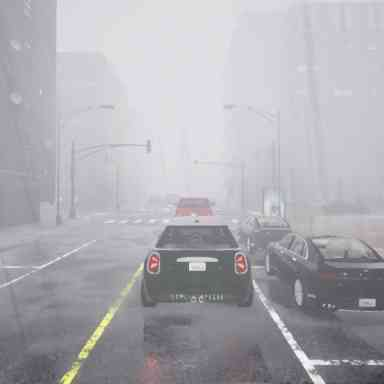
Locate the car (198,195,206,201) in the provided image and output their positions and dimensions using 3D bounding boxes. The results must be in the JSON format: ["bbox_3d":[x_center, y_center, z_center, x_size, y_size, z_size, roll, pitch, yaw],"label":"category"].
[{"bbox_3d":[2.734,1.582,90.304,1.887,1.381,4.507,1,0,0],"label":"car"}]

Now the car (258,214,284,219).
[{"bbox_3d":[2.835,1.555,13.114,2.008,1.369,4.403,1,0,0],"label":"car"}]

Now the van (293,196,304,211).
[{"bbox_3d":[13.778,1.296,38.123,3.998,1.788,1.690,0,0,0],"label":"van"}]

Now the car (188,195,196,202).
[{"bbox_3d":[0.029,1.510,80.413,1.882,1.535,5.008,0,0,0],"label":"car"}]

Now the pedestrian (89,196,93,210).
[{"bbox_3d":[-12.513,1.347,41.277,0.375,1.860,0.375,0,0,0],"label":"pedestrian"}]

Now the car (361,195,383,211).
[{"bbox_3d":[19.305,1.228,38.081,5.009,1.841,2.192,0,0,0],"label":"car"}]

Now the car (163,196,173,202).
[{"bbox_3d":[-5.650,1.597,79.205,1.947,1.339,4.313,1,0,0],"label":"car"}]

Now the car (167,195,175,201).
[{"bbox_3d":[-5.646,1.603,90.347,1.947,1.339,4.313,1,0,0],"label":"car"}]

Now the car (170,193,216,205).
[{"bbox_3d":[0.166,1.231,19.567,2.150,2.045,5.566,0,0,2],"label":"car"}]

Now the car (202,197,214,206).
[{"bbox_3d":[2.722,1.603,56.878,1.802,1.307,4.206,1,0,0],"label":"car"}]

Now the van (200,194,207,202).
[{"bbox_3d":[2.733,1.373,79.163,1.690,1.788,3.998,1,0,0],"label":"van"}]

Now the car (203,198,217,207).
[{"bbox_3d":[2.720,1.585,51.307,1.947,1.339,4.313,1,0,0],"label":"car"}]

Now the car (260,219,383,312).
[{"bbox_3d":[2.834,1.553,7.544,2.008,1.369,4.403,1,0,0],"label":"car"}]

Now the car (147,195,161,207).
[{"bbox_3d":[-5.656,1.334,51.350,2.192,1.841,5.009,1,0,0],"label":"car"}]

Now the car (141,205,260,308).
[{"bbox_3d":[0.103,1.354,8.072,2.097,1.767,4.553,0,0,0],"label":"car"}]

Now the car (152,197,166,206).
[{"bbox_3d":[-5.658,1.566,56.921,1.887,1.381,4.507,1,0,0],"label":"car"}]

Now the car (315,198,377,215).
[{"bbox_3d":[13.714,1.413,29.741,4.206,1.307,1.802,0,0,0],"label":"car"}]

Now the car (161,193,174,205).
[{"bbox_3d":[-3.102,1.240,51.000,2.150,2.045,5.566,0,0,0],"label":"car"}]

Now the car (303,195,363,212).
[{"bbox_3d":[15.002,1.385,35.520,5.008,1.535,1.882,0,-1,2],"label":"car"}]

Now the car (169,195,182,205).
[{"bbox_3d":[-3.046,1.375,60.569,2.097,1.767,4.553,0,0,0],"label":"car"}]
